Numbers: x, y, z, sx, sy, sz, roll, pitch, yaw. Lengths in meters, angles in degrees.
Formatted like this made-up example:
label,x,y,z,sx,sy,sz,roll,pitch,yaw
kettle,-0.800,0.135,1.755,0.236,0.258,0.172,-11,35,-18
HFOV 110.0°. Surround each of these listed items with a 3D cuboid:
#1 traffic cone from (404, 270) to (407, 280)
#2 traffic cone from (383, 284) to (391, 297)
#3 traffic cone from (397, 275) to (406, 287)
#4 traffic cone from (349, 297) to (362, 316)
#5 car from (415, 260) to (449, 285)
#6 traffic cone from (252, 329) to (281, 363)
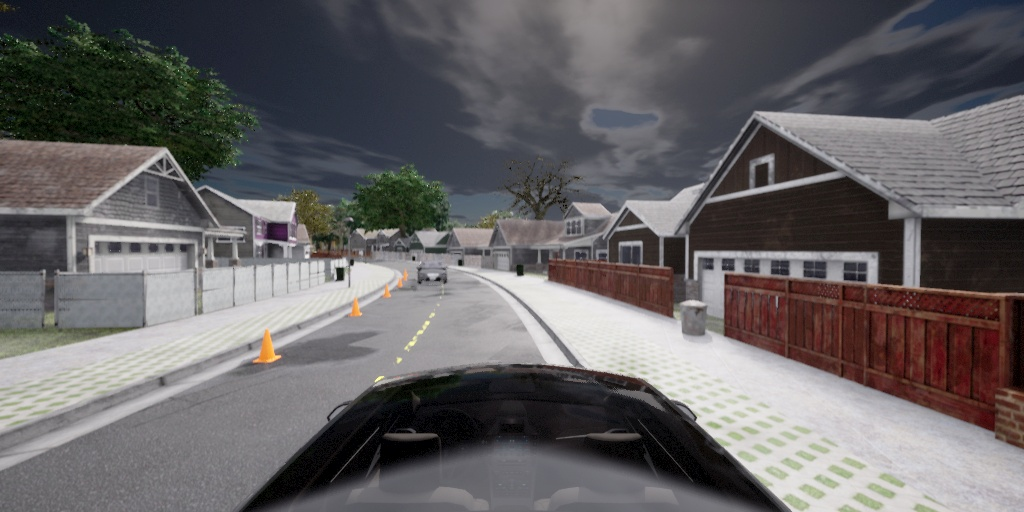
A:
label,x,y,z,sx,sy,sz,roll,pitch,yaw
traffic cone,-7.772,1.466,26.024,0.340,0.580,0.340,0,0,-15
traffic cone,-5.747,1.574,16.472,0.340,0.580,0.340,0,0,-9
traffic cone,-6.647,1.520,21.272,0.340,0.580,0.340,0,0,-12
traffic cone,-5.072,1.626,11.636,0.340,0.580,0.340,0,0,-7
car,-5.287,1.025,23.787,2.128,1.511,4.902,0,1,-14
traffic cone,-4.623,1.669,6.773,0.340,0.580,0.340,0,0,-4
